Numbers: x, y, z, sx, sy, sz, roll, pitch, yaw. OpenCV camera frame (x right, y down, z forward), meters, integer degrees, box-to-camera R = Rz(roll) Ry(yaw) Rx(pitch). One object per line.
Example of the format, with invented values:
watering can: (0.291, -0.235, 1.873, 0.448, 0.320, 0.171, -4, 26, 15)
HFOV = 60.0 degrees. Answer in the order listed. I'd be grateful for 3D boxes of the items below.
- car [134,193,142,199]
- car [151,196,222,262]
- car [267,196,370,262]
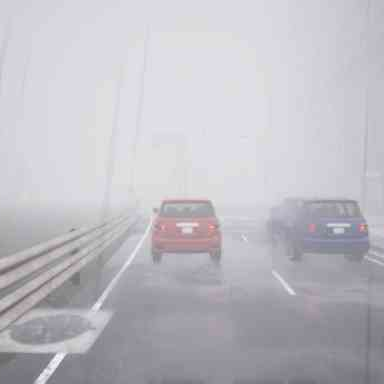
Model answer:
car: (-13.229, 0.993, 81.253, 1.895, 1.301, 4.718, 0, 0, -14)
car: (-0.259, 1.165, 12.069, 2.150, 2.045, 5.566, 0, 0, -3)
car: (4.205, 1.162, 11.998, 2.150, 2.045, 5.566, 0, 0, 2)
